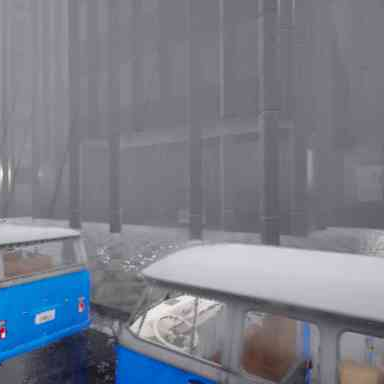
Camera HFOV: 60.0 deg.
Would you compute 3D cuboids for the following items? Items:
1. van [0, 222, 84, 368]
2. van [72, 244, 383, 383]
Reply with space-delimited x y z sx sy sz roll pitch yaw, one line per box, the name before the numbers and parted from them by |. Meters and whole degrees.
van | -3.405 1.399 5.387 3.998 1.788 1.690 -1 0 35
van | 1.220 1.342 2.094 3.998 1.788 1.690 -1 0 35
